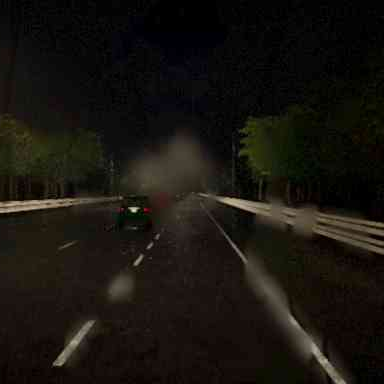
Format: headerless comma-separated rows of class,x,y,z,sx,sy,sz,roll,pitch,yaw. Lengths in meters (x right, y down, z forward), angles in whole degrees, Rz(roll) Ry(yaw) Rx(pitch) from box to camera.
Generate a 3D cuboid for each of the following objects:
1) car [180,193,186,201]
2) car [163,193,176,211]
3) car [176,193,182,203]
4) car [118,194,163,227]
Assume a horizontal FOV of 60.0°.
car,-3.506,1.227,87.551,2.150,2.045,5.566,0,0,0
car,-3.504,1.210,39.895,2.150,2.045,5.566,0,0,0
car,-3.505,1.515,65.822,1.812,1.442,4.674,0,0,0
car,-3.501,1.218,22.741,2.150,2.045,5.566,0,0,0
